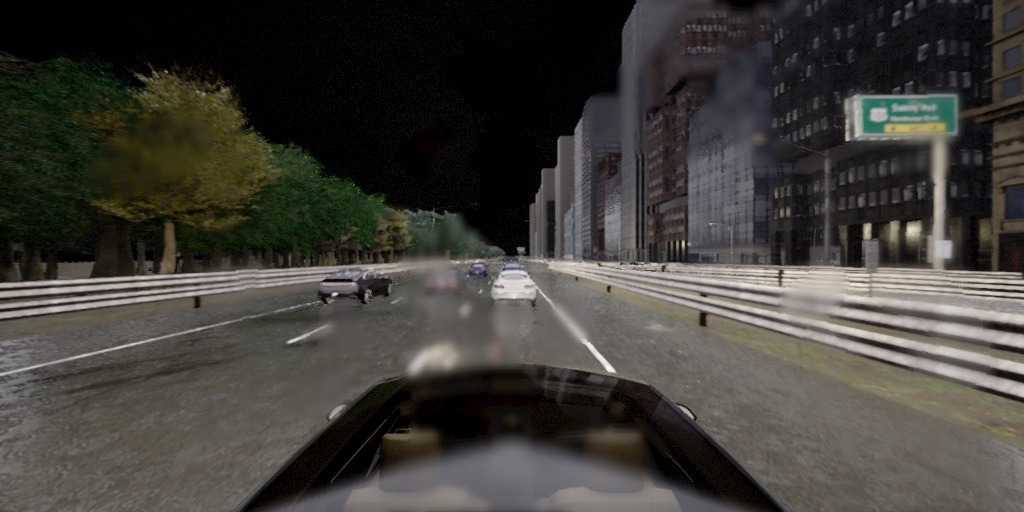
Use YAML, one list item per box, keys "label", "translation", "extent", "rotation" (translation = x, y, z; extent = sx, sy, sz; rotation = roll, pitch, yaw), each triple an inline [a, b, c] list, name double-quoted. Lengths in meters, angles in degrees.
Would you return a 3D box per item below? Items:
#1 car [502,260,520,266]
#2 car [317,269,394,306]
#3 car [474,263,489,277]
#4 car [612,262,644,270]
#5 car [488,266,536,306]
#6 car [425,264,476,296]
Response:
- label: "car"
  translation: [0.051, 1.373, 34.239]
  extent: [1.882, 1.535, 5.008]
  rotation: [0, 0, 0]
- label: "car"
  translation: [-6.920, 1.317, 16.417]
  extent: [2.128, 1.511, 4.902]
  rotation: [0, 0, 0]
- label: "car"
  translation: [-3.458, 1.447, 38.057]
  extent: [1.812, 1.442, 4.674]
  rotation: [0, 0, 0]
- label: "car"
  translation: [13.801, 1.502, 43.163]
  extent: [1.837, 1.490, 4.892]
  rotation: [0, 0, -17]
- label: "car"
  translation: [0.081, 1.336, 16.052]
  extent: [1.812, 1.442, 4.674]
  rotation: [0, 0, 0]
- label: "car"
  translation: [-3.429, 1.382, 19.885]
  extent: [2.033, 1.411, 5.357]
  rotation: [0, 0, 0]
